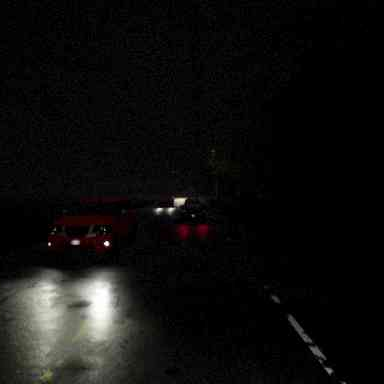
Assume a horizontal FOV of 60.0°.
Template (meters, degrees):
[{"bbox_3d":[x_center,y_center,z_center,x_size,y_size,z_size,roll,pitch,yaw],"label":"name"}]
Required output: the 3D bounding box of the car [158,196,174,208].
[{"bbox_3d":[-3.574,1.289,45.555,1.882,1.535,5.008,0,0,0],"label":"car"}]

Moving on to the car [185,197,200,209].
[{"bbox_3d":[0.060,1.426,43.591,1.895,1.301,4.718,0,0,0],"label":"car"}]

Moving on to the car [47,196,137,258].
[{"bbox_3d":[-3.590,1.203,13.070,2.150,2.045,5.566,0,0,0],"label":"car"}]

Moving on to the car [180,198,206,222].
[{"bbox_3d":[0.088,1.460,25.689,1.812,1.442,4.674,0,0,0],"label":"car"}]
